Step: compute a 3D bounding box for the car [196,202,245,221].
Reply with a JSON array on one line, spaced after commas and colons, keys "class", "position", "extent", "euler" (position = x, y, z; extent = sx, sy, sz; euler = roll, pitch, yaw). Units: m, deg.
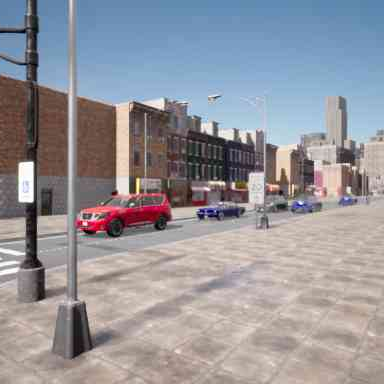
[{"class": "car", "position": [2.284, 1.436, 25.766], "extent": [1.895, 1.301, 4.718], "euler": [0, 0, 35]}]

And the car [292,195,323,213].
[{"class": "car", "position": [11.872, 1.137, 34.136], "extent": [2.097, 1.767, 4.553], "euler": [0, 0, 35]}]

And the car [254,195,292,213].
[{"class": "car", "position": [8.087, 1.140, 33.885], "extent": [2.097, 1.767, 4.553], "euler": [0, 0, 36]}]

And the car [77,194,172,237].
[{"class": "car", "position": [-3.394, 1.118, 17.779], "extent": [2.150, 2.045, 5.566], "euler": [0, 0, 35]}]

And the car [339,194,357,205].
[{"class": "car", "position": [24.149, 1.068, 51.320], "extent": [2.097, 1.767, 4.553], "euler": [0, 1, 32]}]
